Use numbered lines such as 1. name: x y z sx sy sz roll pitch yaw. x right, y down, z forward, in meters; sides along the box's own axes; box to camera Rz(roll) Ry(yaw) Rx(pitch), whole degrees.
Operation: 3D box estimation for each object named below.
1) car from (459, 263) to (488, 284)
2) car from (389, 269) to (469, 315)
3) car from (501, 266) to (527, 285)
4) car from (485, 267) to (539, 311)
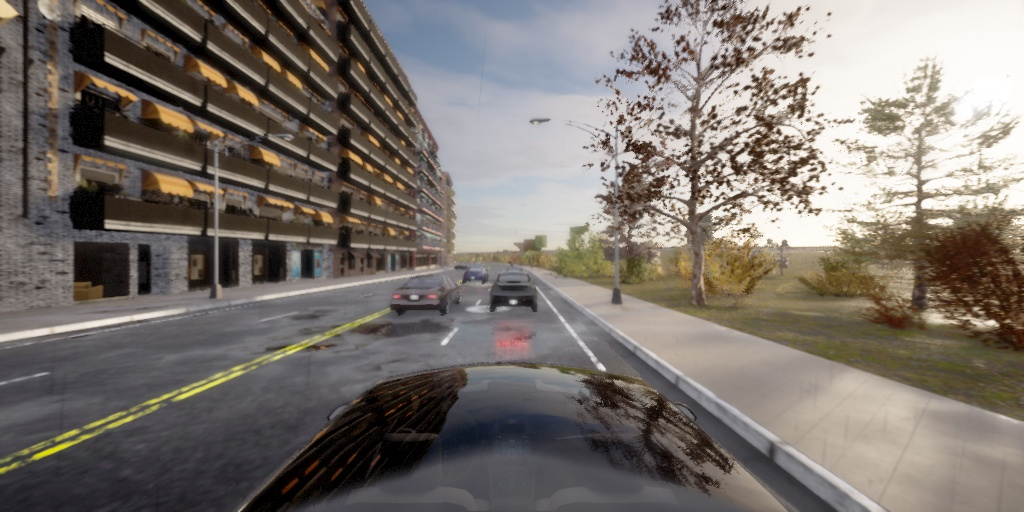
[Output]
1. car: -3.059 1.573 30.644 1.812 1.442 4.674 0 0 1
2. car: -3.185 1.426 14.267 2.033 1.411 5.357 0 -1 1
3. car: 0.181 1.607 30.113 1.994 1.385 4.181 0 -1 1
4. car: 0.081 1.395 15.217 1.837 1.490 4.892 0 0 1
